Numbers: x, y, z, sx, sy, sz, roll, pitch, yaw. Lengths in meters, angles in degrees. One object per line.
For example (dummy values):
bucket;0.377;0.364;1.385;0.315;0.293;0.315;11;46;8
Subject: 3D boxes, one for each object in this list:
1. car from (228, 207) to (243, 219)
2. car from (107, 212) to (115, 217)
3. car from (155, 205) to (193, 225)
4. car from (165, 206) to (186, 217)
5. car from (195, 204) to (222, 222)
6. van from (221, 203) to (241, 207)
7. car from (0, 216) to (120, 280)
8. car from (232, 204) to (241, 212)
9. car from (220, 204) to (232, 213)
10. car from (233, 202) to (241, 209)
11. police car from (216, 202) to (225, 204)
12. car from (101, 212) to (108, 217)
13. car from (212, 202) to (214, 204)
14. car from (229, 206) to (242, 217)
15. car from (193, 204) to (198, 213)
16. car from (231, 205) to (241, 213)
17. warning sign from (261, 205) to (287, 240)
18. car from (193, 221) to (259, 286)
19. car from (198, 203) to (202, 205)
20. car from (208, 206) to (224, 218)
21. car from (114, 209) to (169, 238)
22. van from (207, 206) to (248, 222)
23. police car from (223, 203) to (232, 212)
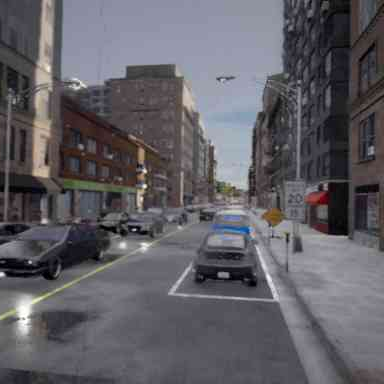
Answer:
car;5.759;2.752;43.963;1.802;1.307;4.206;1;-1;8
car;-5.319;2.009;22.568;1.947;1.339;4.313;1;-1;8
car;-1.551;2.212;31.141;2.128;1.511;4.902;1;-1;8
car;-2.187;2.601;45.072;1.947;1.339;4.313;1;-1;8
car;1.852;2.341;34.284;1.882;1.535;5.008;1;-1;8
van;3.415;2.067;27.090;1.690;1.788;3.998;1;-1;8
car;-4.383;1.733;10.890;2.033;1.411;5.357;1;-1;8
car;9.677;3.347;72.097;1.967;1.590;4.097;1;-1;8
car;6.603;3.136;63.931;1.882;1.535;5.008;1;-2;10
car;12.029;3.663;88.978;2.192;1.841;5.009;1;-1;8
police car;5.343;2.824;54.097;1.930;1.638;5.238;1;-1;8
car;-6.103;1.876;16.941;1.802;1.307;4.206;1;-1;8
car;4.080;3.653;90.084;1.967;1.590;4.097;1;-1;8
car;6.567;2.847;49.758;1.752;1.417;4.829;1;-1;8
car;-0.621;2.875;56.325;1.887;1.381;4.507;1;-1;8
car;8.892;3.305;66.468;1.887;1.381;4.507;1;-1;8
warning sign;4.589;1.669;18.772;1.300;1.860;1.060;1;-1;8
car;1.062;1.831;10.206;2.008;1.369;4.403;1;-1;8
car;0.162;3.028;61.951;2.008;1.369;4.403;1;-1;8
car;3.262;2.659;44.587;1.812;1.442;4.674;1;-1;8
car;-3.003;2.012;20.814;1.994;1.385;4.181;1;-1;8
van;1.849;1.770;15.837;1.690;1.788;3.998;1;-1;8
police car;7.429;3.236;69.928;1.930;1.638;5.238;1;-1;6
